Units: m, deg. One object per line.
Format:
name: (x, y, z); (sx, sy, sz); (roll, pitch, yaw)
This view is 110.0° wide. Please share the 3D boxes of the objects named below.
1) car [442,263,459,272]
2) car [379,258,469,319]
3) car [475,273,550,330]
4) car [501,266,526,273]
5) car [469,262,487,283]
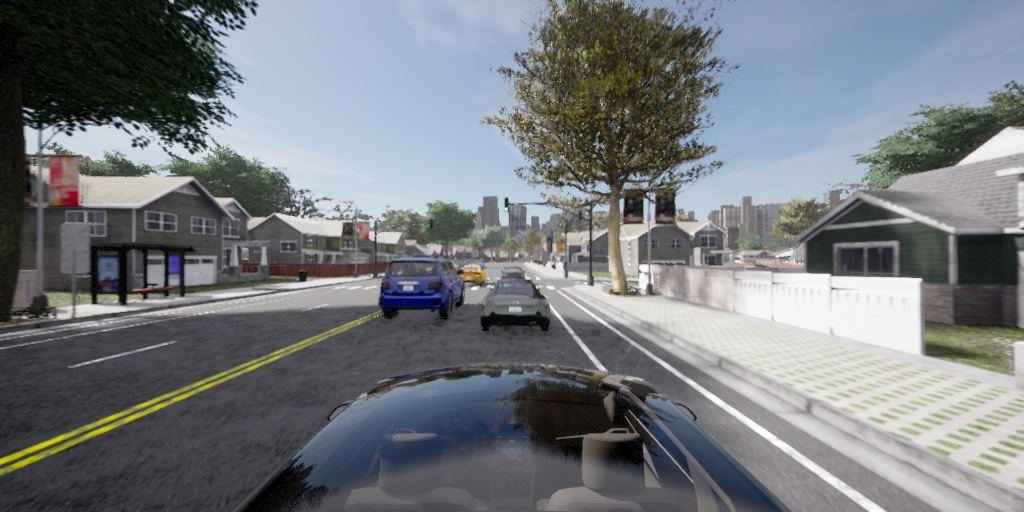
car: (-9.801, 1.787, 57.531); (1.812, 1.442, 4.674); (0, -1, 0)
car: (-3.154, 1.088, 13.580); (2.150, 2.045, 5.566); (0, 0, 0)
car: (0.093, 1.410, 11.529); (1.994, 1.385, 4.181); (0, -1, 0)
car: (0.098, 1.529, 28.020); (1.812, 1.442, 4.674); (0, 0, 0)
car: (-3.151, 1.490, 29.017); (1.882, 1.535, 5.008); (0, 0, 0)
